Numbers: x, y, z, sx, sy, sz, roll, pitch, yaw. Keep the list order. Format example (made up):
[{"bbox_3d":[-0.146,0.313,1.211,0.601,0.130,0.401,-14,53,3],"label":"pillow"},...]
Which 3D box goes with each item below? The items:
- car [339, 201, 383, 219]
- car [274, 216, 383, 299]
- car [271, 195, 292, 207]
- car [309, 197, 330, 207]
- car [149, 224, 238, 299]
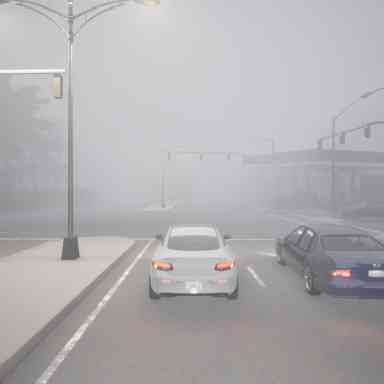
[{"bbox_3d":[14.744,1.526,27.801,4.674,1.442,1.812,0,0,-1],"label":"car"},{"bbox_3d":[3.508,1.547,8.611,2.033,1.411,5.357,0,0,3],"label":"car"},{"bbox_3d":[12.882,1.295,47.935,2.242,1.667,4.611,0,0,0],"label":"car"},{"bbox_3d":[18.622,1.456,48.737,1.970,1.475,3.806,0,0,0],"label":"car"},{"bbox_3d":[0.029,1.526,8.303,1.812,1.442,4.674,0,0,0],"label":"car"}]
